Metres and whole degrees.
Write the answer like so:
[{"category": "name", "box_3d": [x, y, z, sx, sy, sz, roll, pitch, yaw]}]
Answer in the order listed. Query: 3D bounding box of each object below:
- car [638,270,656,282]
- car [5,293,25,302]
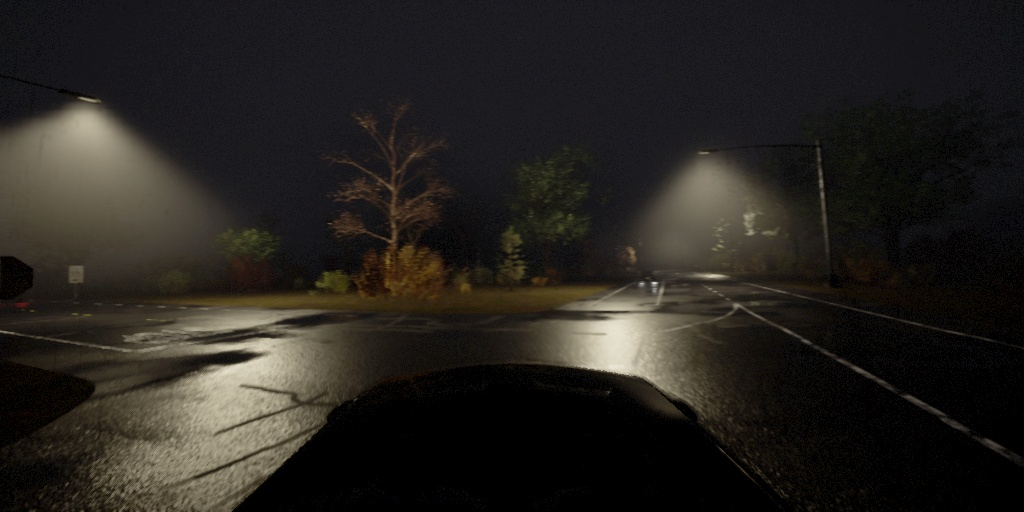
[{"category": "car", "box_3d": [17.830, 2.638, 47.132, 1.837, 1.490, 4.892, -4, -3, 23]}, {"category": "car", "box_3d": [-40.856, 2.993, 28.480, 4.674, 1.442, 1.812, -2, -2, 24]}]
